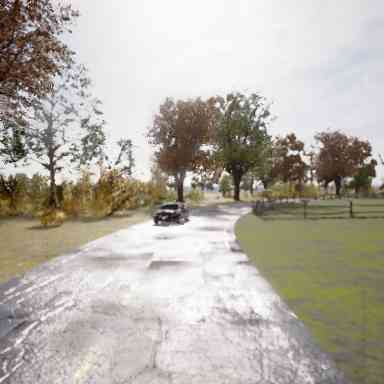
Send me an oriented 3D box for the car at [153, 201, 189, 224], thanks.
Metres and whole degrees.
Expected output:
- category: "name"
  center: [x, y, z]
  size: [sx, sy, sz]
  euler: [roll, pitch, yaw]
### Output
- category: "car"
  center: [-1.462, 1.471, 24.312]
  size: [1.837, 1.490, 4.892]
  euler: [0, 0, 10]
